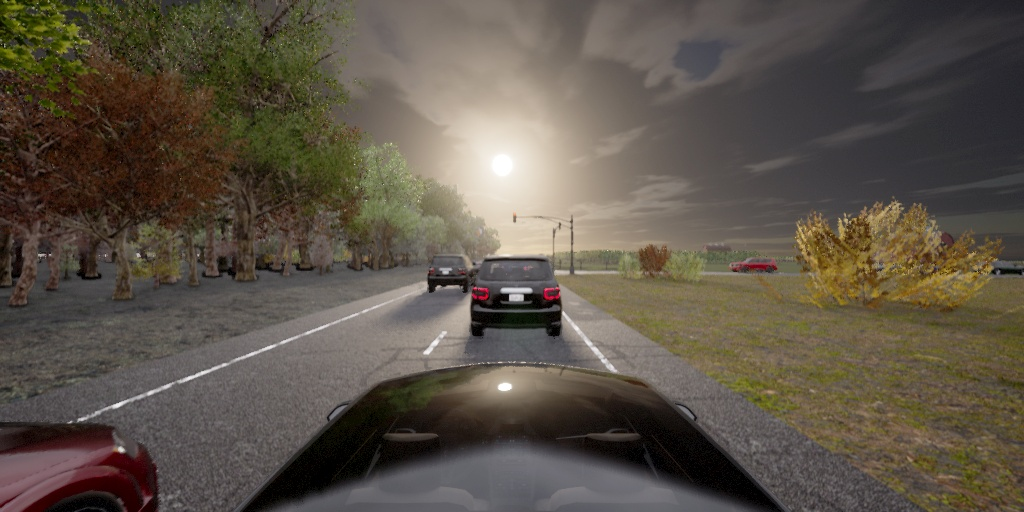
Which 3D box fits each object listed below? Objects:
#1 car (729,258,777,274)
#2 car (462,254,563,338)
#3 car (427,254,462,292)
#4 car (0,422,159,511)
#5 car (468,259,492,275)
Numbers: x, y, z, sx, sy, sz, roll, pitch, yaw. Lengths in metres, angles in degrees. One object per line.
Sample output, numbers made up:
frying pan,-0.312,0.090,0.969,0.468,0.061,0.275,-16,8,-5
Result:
car,31.579,1.247,46.999,5.566,2.045,2.150,1,-1,0
car,0.103,0.953,10.283,2.150,2.045,5.566,0,1,0
car,-3.384,0.923,20.844,2.150,2.045,5.566,0,0,0
car,-3.400,1.316,0.669,1.994,1.385,4.181,0,0,0
car,-3.374,1.148,38.352,2.128,1.511,4.902,0,0,0
